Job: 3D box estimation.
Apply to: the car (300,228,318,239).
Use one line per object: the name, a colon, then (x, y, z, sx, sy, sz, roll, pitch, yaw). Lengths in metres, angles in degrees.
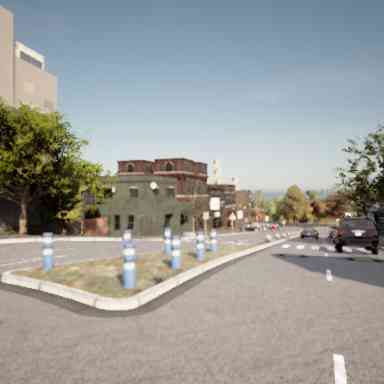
car: (14.556, 5.113, 41.229, 1.994, 1.385, 4.181, 0, -6, 22)

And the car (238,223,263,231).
car: (13.090, 8.310, 76.299, 4.892, 1.521, 2.231, 1, -5, 1)

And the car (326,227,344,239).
car: (20.765, 5.916, 48.403, 2.128, 1.511, 4.902, 0, -6, 21)

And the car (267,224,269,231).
car: (16.154, 9.201, 84.803, 5.366, 1.575, 1.946, 1, -5, 1)

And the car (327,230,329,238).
car: (17.378, 4.963, 39.657, 1.882, 1.535, 5.008, 0, -6, 21)

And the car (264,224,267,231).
car: (15.218, 8.936, 81.967, 4.792, 1.488, 2.163, 1, -5, 1)

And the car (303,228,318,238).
car: (17.744, 6.048, 49.599, 1.895, 1.301, 4.718, 0, -6, 21)

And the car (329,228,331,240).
car: (13.797, 4.013, 30.366, 1.812, 1.442, 4.674, 0, -6, 21)

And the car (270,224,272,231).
car: (18.558, 9.683, 90.468, 4.553, 1.767, 2.185, 1, -5, 1)

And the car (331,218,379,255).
car: (10.034, 2.658, 20.600, 2.150, 2.045, 5.566, 0, -6, 21)
